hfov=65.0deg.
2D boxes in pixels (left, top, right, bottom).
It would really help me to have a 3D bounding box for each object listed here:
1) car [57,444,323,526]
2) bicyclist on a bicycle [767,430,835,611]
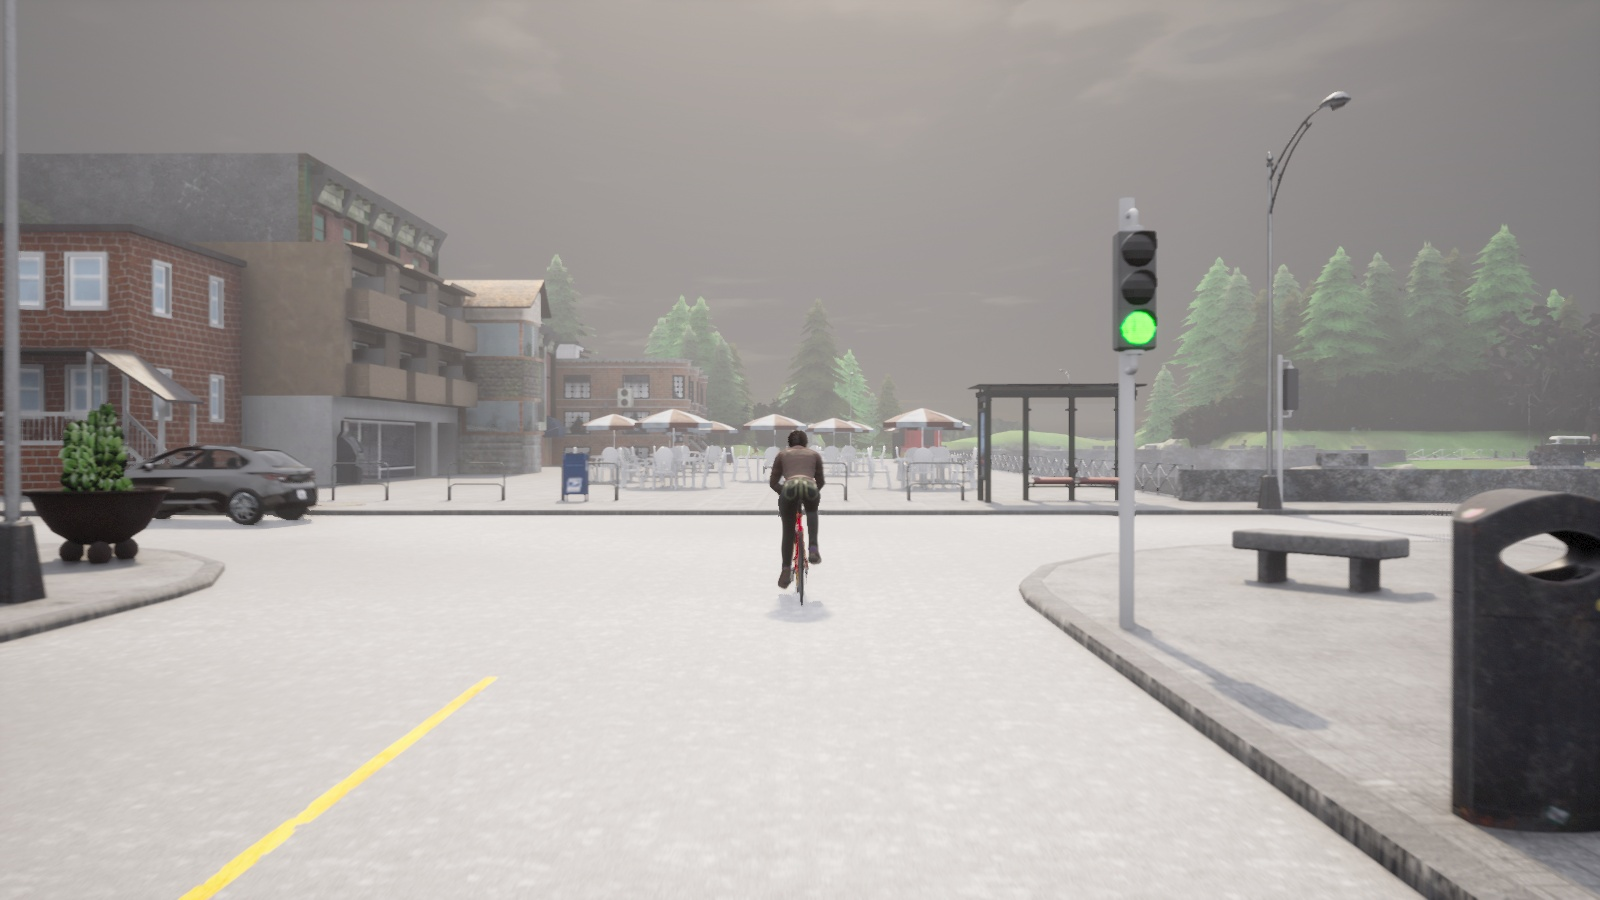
[{"bbox_3d":[-11.434,0.617,23.673,4.193,1.474,1.816,0,0,8],"label":"car"},{"bbox_3d":[-0.013,0.631,12.086,0.582,1.620,1.656,0,0,-2],"label":"bicyclist on a bicycle"}]
